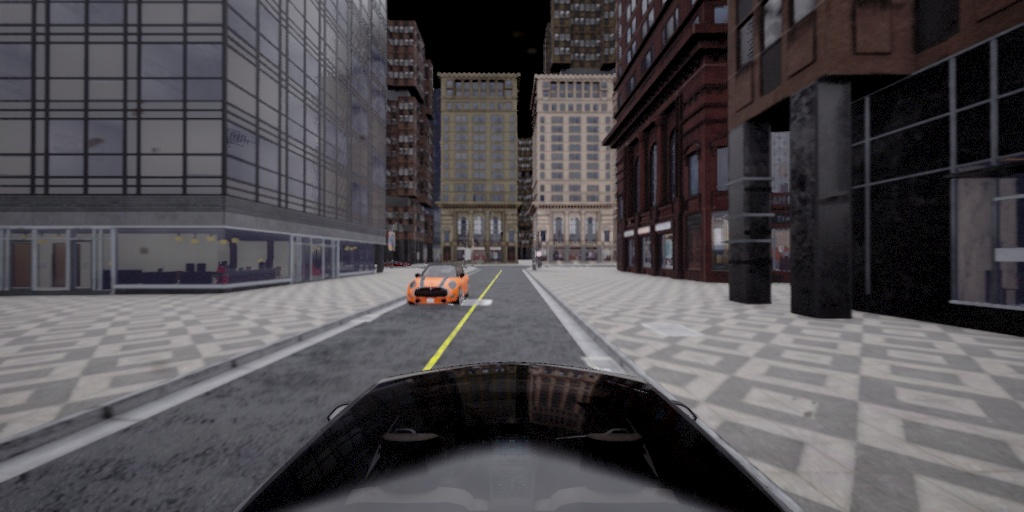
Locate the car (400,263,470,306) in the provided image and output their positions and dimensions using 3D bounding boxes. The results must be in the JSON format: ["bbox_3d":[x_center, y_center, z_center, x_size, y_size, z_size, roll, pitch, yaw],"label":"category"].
[{"bbox_3d":[-3.109,1.123,15.932,2.097,1.767,4.553,0,0,0],"label":"car"}]
